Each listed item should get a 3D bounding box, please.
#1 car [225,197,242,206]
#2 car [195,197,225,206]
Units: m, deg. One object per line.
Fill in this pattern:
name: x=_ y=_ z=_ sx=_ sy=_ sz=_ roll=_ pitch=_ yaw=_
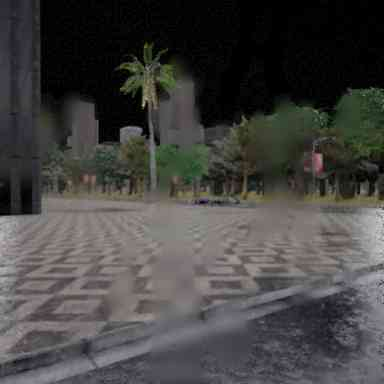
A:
car: x=5.948 y=1.447 z=53.177 sx=1.994 sy=1.385 sz=4.181 roll=-1 pitch=0 yaw=-37
car: x=2.568 y=1.505 z=52.274 sx=1.895 sy=1.301 sz=4.718 roll=-1 pitch=0 yaw=-37
